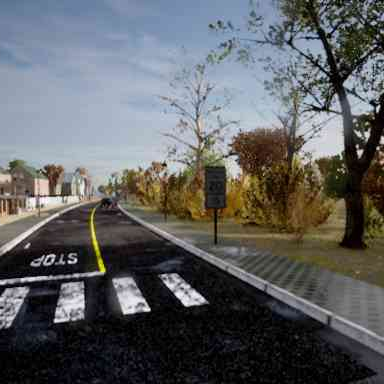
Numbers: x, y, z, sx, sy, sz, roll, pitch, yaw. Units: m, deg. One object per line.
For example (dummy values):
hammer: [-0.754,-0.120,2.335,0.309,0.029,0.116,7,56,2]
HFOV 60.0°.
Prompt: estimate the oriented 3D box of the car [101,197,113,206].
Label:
car: [-14.514,1.573,56.932,1.812,1.442,4.674,-1,0,-13]

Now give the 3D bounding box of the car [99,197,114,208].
car: [-12.148,1.523,47.225,1.837,1.490,4.892,-1,0,-14]
